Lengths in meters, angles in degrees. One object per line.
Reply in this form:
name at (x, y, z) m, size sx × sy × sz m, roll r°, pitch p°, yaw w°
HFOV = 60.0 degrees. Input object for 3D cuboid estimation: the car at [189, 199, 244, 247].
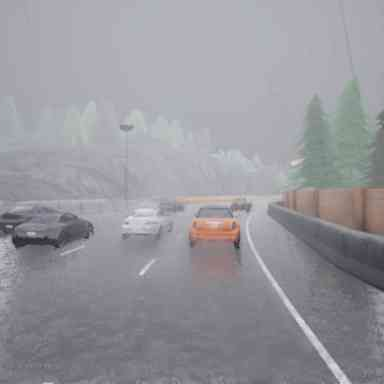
car at (1.121, 1.384, 15.357) m, size 2.097 × 1.767 × 4.553 m, roll 0°, pitch 0°, yaw 6°

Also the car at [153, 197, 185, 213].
car at (-2.146, 1.553, 36.230) m, size 2.128 × 1.511 × 4.902 m, roll 0°, pitch 0°, yaw 14°

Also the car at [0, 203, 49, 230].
car at (-8.966, 1.517, 19.299) m, size 1.837 × 1.490 × 4.892 m, roll 0°, pitch 0°, yaw 7°

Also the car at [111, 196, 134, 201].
car at (-13.714, 1.590, 67.629) m, size 1.837 × 1.490 × 4.892 m, roll 0°, pitch 0°, yaw 23°

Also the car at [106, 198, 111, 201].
car at (-16.325, 1.639, 70.364) m, size 1.994 × 1.385 × 4.181 m, roll 0°, pitch 0°, yaw 23°

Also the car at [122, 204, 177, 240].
car at (-2.199, 1.552, 17.162) m, size 1.812 × 1.442 × 4.674 m, roll 0°, pitch 0°, yaw 7°

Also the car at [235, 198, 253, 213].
car at (5.911, 1.441, 39.147) m, size 2.097 × 1.767 × 4.553 m, roll 0°, pitch 0°, yaw 16°

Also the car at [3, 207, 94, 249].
car at (-5.979, 1.576, 14.790) m, size 1.994 × 1.385 × 4.181 m, roll 0°, pitch 0°, yaw 6°

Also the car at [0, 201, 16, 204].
car at (-17.851, 1.536, 31.078) m, size 1.812 × 1.442 × 4.674 m, roll 0°, pitch 0°, yaw 11°

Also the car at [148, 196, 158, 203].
car at (-7.653, 1.607, 72.471) m, size 1.812 × 1.442 × 4.674 m, roll 0°, pitch 0°, yaw 26°
